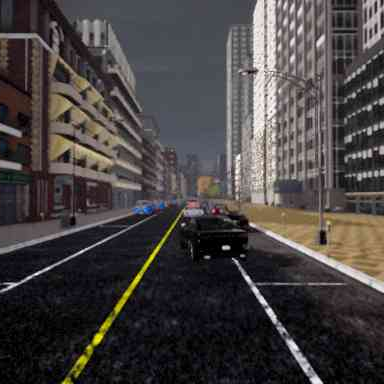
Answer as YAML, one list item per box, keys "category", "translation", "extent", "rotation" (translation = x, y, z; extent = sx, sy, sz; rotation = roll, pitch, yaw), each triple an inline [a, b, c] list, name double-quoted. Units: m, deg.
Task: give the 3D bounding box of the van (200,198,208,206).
- category: "van"
  translation: [2.838, 2.406, 77.434]
  extent: [1.690, 1.788, 3.998]
  rotation: [0, -1, 0]

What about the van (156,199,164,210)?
- category: "van"
  translation: [-5.584, 2.088, 55.360]
  extent: [1.690, 1.788, 3.998]
  rotation: [0, -1, 0]

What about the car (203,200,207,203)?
- category: "car"
  translation: [2.775, 2.145, 44.297]
  extent: [2.008, 1.369, 4.403]
  rotation: [0, -1, 0]

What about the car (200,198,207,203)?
- category: "car"
  translation: [2.796, 2.188, 55.342]
  extent: [1.967, 1.590, 4.097]
  rotation: [0, -1, 0]

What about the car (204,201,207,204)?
- category: "car"
  translation: [2.765, 2.070, 38.774]
  extent: [2.008, 1.369, 4.403]
  rotation: [0, -1, 0]

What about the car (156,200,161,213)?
- category: "car"
  translation: [-5.606, 2.139, 44.313]
  extent: [1.887, 1.381, 4.507]
  rotation: [0, -1, 0]

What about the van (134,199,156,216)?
- category: "van"
  translation: [-5.616, 1.859, 38.794]
  extent: [1.690, 1.788, 3.998]
  rotation: [0, -1, 0]

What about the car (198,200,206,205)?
- category: "car"
  translation: [2.868, 2.860, 93.996]
  extent: [2.008, 1.369, 4.403]
  rotation: [0, -1, 0]

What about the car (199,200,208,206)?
- category: "car"
  translation: [2.848, 2.697, 82.952]
  extent: [2.008, 1.369, 4.403]
  rotation: [0, -1, 0]

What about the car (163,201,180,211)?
- category: "car"
  translation: [-2.925, 2.270, 52.366]
  extent: [1.994, 1.385, 4.181]
  rotation: [0, -1, 0]

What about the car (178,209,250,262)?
- category: "car"
  translation: [0.689, 1.648, 12.974]
  extent: [1.882, 1.535, 5.008]
  rotation: [0, -1, -9]

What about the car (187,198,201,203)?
- category: "car"
  translation: [0.206, 2.128, 57.392]
  extent: [2.097, 1.767, 4.553]
  rotation: [0, -1, 0]

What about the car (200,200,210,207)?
- category: "car"
  translation: [2.827, 2.529, 71.908]
  extent: [1.887, 1.381, 4.507]
  rotation: [0, -1, 0]

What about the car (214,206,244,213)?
- category: "car"
  translation: [2.733, 1.859, 22.207]
  extent: [1.947, 1.339, 4.313]
  rotation: [0, -1, 0]

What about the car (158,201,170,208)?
- category: "car"
  translation: [-5.564, 2.454, 66.402]
  extent: [2.008, 1.369, 4.403]
  rotation: [0, -1, 0]

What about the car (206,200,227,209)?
- category: "car"
  translation: [2.755, 1.884, 33.253]
  extent: [1.967, 1.590, 4.097]
  rotation: [0, -1, 0]

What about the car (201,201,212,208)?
- category: "car"
  translation: [2.817, 2.470, 66.386]
  extent: [1.947, 1.339, 4.313]
  rotation: [0, -1, 0]

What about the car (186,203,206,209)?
- category: "car"
  translation: [0.156, 2.045, 33.327]
  extent: [1.895, 1.301, 4.718]
  rotation: [0, -1, 0]
